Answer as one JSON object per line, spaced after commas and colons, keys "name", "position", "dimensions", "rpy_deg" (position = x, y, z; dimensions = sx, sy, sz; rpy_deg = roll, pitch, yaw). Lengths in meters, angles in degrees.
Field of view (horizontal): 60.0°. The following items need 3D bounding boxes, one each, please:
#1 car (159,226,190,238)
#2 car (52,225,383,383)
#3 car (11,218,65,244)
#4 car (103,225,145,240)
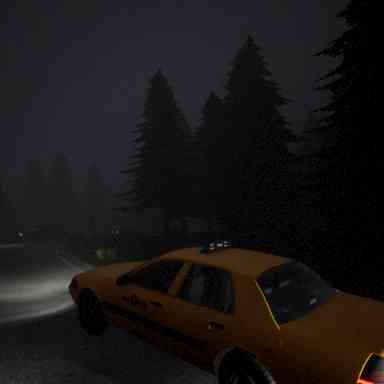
{"name": "car", "position": [-2.308, 5.544, 46.271], "dimensions": [1.882, 1.535, 5.008], "rpy_deg": [-5, -8, 30]}
{"name": "car", "position": [0.133, 1.441, 4.744], "dimensions": [5.366, 1.575, 1.801], "rpy_deg": [0, 1, 43]}
{"name": "car", "position": [-12.738, 3.227, 28.148], "dimensions": [2.150, 2.045, 5.566], "rpy_deg": [-4, -7, 7]}
{"name": "car", "position": [-7.430, 4.510, 36.965], "dimensions": [2.033, 1.411, 5.357], "rpy_deg": [-4, -8, 20]}
